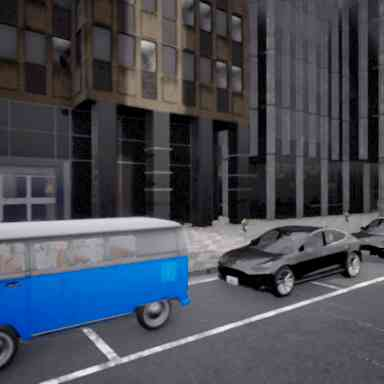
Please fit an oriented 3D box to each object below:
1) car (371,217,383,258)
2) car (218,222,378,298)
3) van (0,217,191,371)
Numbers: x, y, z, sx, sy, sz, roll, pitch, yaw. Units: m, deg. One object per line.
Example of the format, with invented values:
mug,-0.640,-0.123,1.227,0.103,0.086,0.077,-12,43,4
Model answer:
car,7.246,1.552,11.812,4.313,1.339,1.947,0,0,-35
car,2.656,1.558,8.541,4.313,1.339,1.947,0,0,-35
van,-1.936,1.340,5.271,3.998,1.788,1.690,0,0,-35
